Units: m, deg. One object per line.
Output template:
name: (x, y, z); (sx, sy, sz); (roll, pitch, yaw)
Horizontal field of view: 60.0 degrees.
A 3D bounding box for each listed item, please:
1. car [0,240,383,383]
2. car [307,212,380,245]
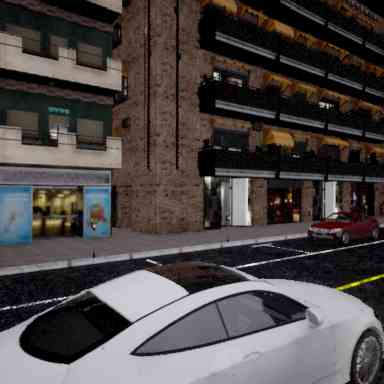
car: (0.208, 1.525, 3.581); (4.674, 1.442, 1.812); (0, 0, -35)
car: (7.172, 1.583, 15.538); (4.206, 1.307, 1.802); (0, 0, -35)
